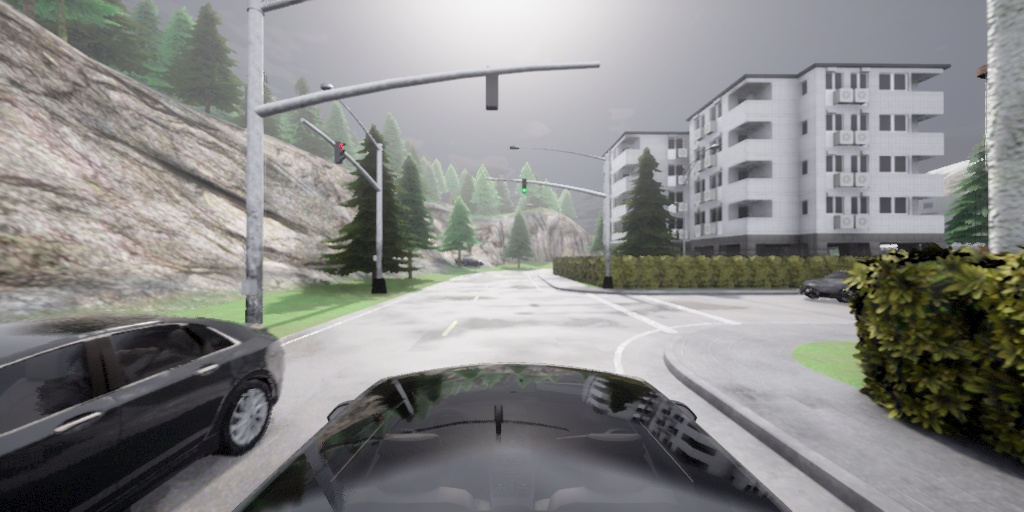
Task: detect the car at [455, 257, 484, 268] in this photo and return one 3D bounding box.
[{"bbox_3d":[-6.528,0.863,55.363,1.895,1.301,4.718,21,9,41],"label":"car"}]

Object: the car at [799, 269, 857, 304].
[{"bbox_3d":[16.008,1.336,16.502,4.892,1.490,1.837,0,0,-1],"label":"car"}]

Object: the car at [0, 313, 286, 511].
[{"bbox_3d":[-3.588,1.264,2.293,1.837,1.490,4.892,0,1,-1],"label":"car"}]
